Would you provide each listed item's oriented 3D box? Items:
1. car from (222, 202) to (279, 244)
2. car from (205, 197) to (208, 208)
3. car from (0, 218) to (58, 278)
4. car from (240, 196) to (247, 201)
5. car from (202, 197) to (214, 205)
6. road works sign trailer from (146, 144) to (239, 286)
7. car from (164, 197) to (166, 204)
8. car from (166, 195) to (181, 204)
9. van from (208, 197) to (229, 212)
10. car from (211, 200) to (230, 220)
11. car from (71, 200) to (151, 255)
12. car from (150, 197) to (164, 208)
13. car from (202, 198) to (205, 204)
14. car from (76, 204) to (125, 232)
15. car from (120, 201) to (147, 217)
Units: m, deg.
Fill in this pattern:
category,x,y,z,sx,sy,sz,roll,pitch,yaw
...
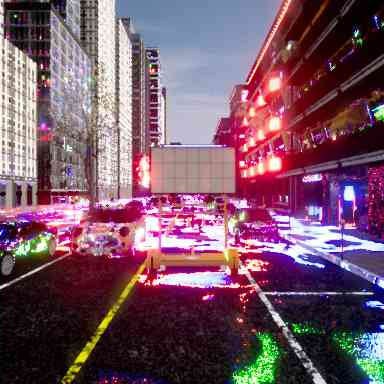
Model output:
category,x,y,z,sx,sy,sz,roll,pitch,yaw
car,2.730,1.443,15.708,1.967,1.590,4.097,0,0,0
car,2.787,1.458,37.839,1.967,1.590,4.097,0,0,0
car,-5.664,1.546,10.197,1.887,1.381,4.507,0,0,0
car,13.631,1.410,79.348,4.403,1.369,2.008,-1,1,0
car,2.844,1.591,59.970,2.008,1.369,4.403,0,0,0
road works sign trailer,0.024,0.465,9.385,2.380,3.560,2.880,0,0,0
car,-5.536,1.585,59.992,1.887,1.381,4.507,0,0,0
car,-2.849,1.602,57.601,1.994,1.385,4.181,0,0,0
van,2.773,1.355,32.306,1.690,1.788,3.998,0,0,0
car,2.759,1.592,26.774,1.802,1.307,4.206,0,0,0
car,-3.066,1.354,13.147,2.097,1.767,4.553,0,0,0
car,-5.565,1.553,48.756,1.752,1.417,4.829,0,0,0
car,2.816,1.579,48.904,2.008,1.369,4.403,0,0,0
car,-5.636,1.531,21.093,1.752,1.417,4.829,0,0,0
car,-5.607,1.596,32.329,1.802,1.307,4.206,0,0,0
